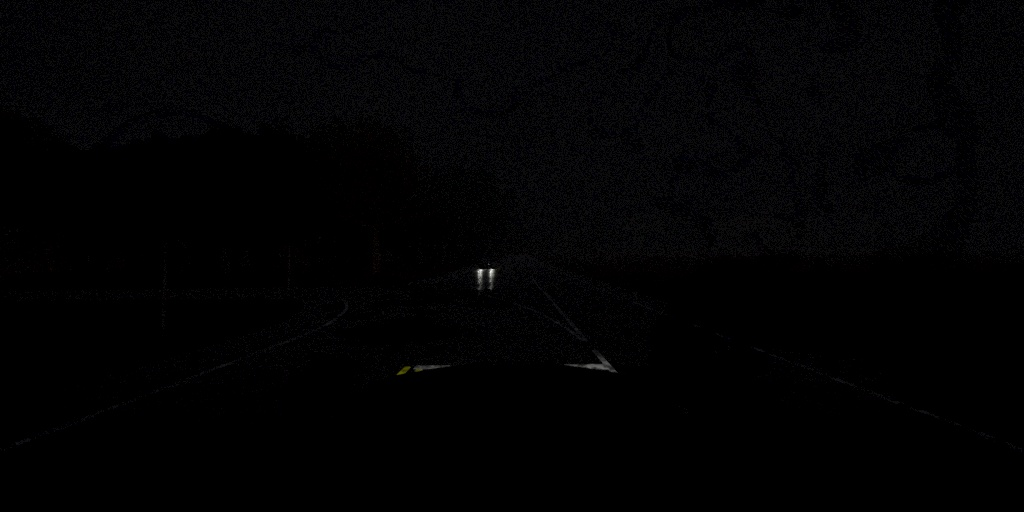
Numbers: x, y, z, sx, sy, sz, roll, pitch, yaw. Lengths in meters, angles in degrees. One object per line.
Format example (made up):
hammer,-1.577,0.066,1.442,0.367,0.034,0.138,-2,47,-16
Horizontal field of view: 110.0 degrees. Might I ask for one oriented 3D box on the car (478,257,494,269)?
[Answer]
car,-3.533,0.940,48.931,1.837,1.490,4.892,0,1,0
